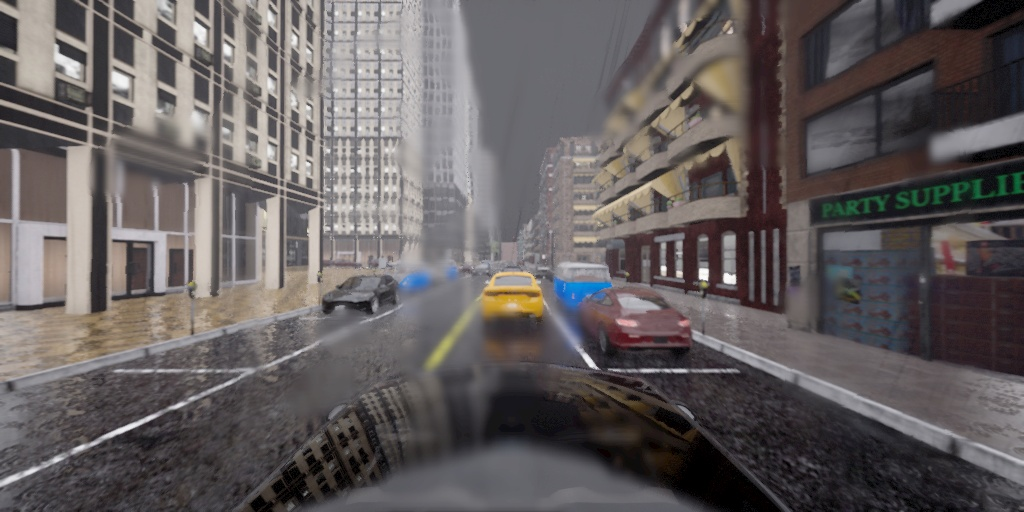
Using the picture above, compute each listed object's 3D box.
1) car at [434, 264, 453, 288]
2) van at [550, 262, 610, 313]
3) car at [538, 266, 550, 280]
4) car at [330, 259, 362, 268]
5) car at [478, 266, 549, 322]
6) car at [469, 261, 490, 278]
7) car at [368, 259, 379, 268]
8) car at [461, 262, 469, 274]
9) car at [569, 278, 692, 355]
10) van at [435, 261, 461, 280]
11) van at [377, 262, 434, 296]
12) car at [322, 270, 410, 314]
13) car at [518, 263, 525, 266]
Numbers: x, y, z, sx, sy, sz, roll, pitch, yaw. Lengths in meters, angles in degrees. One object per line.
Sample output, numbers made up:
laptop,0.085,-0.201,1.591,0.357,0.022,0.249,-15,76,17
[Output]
car,-5.733,1.462,25.458,2.007,1.370,4.403,0,0,0
van,2.669,1.174,14.177,1.690,1.789,3.998,0,0,0
car,2.637,1.500,31.122,2.007,1.370,4.403,0,0,0
car,-26.827,1.256,58.769,4.207,1.307,1.802,0,0,0
car,0.053,1.301,12.715,1.882,1.535,5.008,0,0,0
car,-3.156,1.527,38.210,1.812,1.442,4.674,0,0,0
car,-21.253,1.220,58.792,4.097,1.591,1.967,0,0,0
car,-5.776,1.512,48.052,1.967,1.591,4.097,0,0,0
car,2.680,1.377,8.528,1.802,1.307,4.207,0,0,0
van,-5.743,1.292,31.106,1.690,1.789,3.998,0,0,0
van,-5.722,1.214,19.809,1.690,1.789,3.998,0,0,0
car,-5.711,1.400,14.161,1.948,1.339,4.313,0,0,0
car,0.021,1.469,27.000,2.033,1.411,5.357,0,0,0
